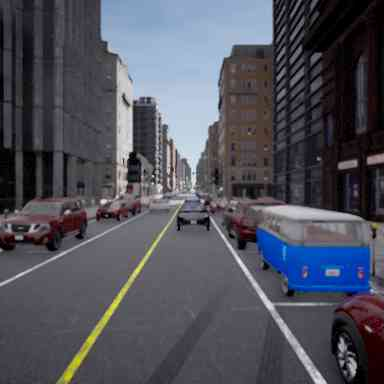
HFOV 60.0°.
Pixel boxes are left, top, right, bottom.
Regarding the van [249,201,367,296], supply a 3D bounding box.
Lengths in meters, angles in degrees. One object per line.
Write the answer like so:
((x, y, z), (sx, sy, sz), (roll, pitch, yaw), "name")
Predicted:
((2.670, 1.279, 8.157), (1.690, 1.788, 3.998), (1, 0, 0), "van")

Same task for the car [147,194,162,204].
((-5.903, 1.140, 52.983), (1.752, 1.417, 4.829), (1, 0, 0), "car")

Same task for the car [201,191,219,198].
((2.636, 1.009, 41.902), (2.192, 1.841, 5.009), (1, 0, 0), "car")

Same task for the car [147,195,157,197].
((-5.891, 1.220, 41.734), (1.752, 1.417, 4.829), (1, 0, 0), "car")

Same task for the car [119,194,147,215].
((-5.878, 1.089, 30.654), (2.192, 1.841, 5.009), (1, 0, 0), "car")

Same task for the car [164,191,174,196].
((-5.930, 0.965, 80.172), (1.887, 1.381, 4.507), (1, 0, 0), "car")

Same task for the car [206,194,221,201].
((2.646, 1.214, 30.654), (1.967, 1.590, 4.097), (1, 0, 0), "car")

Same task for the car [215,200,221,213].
((2.656, 1.406, 19.407), (2.008, 1.369, 4.403), (1, 0, 0), "car")

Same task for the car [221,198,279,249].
((2.664, 1.212, 13.781), (2.192, 1.841, 5.009), (1, 0, 0), "car")

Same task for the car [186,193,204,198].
((0.063, 1.203, 37.444), (1.882, 1.535, 5.008), (0, 0, 0), "car")

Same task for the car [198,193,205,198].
((2.584, 0.923, 91.518), (1.802, 1.307, 4.206), (1, 0, 0), "car")

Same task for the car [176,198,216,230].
((0.080, 1.344, 19.852), (2.128, 1.511, 4.902), (0, 0, 0), "car")

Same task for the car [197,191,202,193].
((2.595, 1.002, 80.172), (1.802, 1.307, 4.206), (1, 0, 0), "car")

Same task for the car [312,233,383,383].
((2.674, 1.420, 2.534), (1.967, 1.590, 4.097), (1, 0, 0), "car")

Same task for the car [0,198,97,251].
((-5.861, 1.212, 13.780), (2.192, 1.841, 5.009), (1, 0, 0), "car")

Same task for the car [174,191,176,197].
((-5.936, 0.925, 85.845), (1.887, 1.381, 4.507), (1, 0, 0), "car")

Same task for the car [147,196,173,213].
((-3.134, 1.358, 33.117), (1.895, 1.301, 4.718), (0, 0, 0), "car")

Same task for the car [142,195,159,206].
((-5.897, 1.198, 47.529), (1.887, 1.381, 4.507), (1, 0, 0), "car")

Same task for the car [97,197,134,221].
((-5.875, 1.360, 25.030), (1.887, 1.381, 4.507), (1, 0, 0), "car")
